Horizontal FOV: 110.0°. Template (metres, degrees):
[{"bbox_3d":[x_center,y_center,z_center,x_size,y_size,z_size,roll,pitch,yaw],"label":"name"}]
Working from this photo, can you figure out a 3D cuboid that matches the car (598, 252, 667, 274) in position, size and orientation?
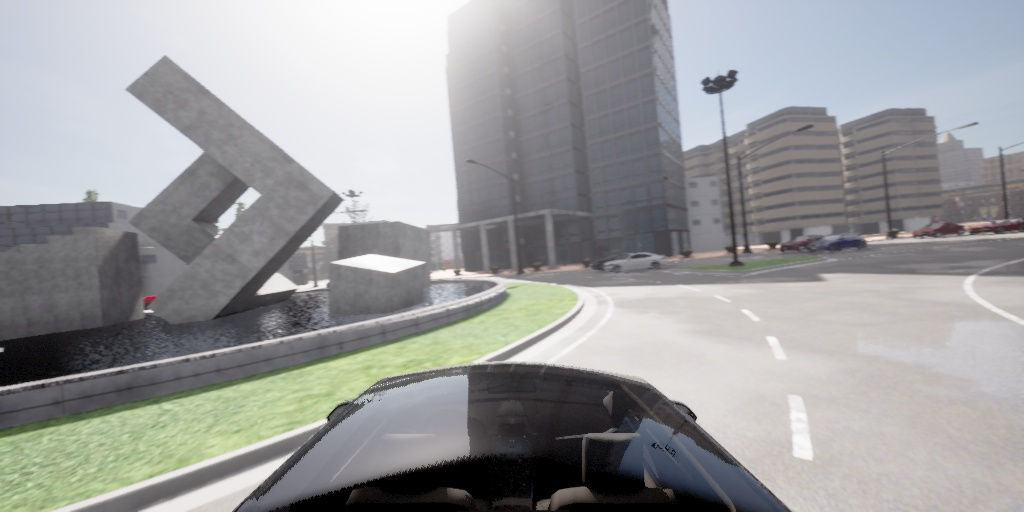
[{"bbox_3d":[9.462,0.477,27.714,4.674,1.442,1.812,-5,0,4],"label":"car"}]

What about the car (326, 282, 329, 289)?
[{"bbox_3d":[-23.371,3.573,48.412,1.994,1.385,4.181,-5,0,-3],"label":"car"}]

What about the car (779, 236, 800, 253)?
[{"bbox_3d":[27.134,-1.172,33.034,5.008,1.535,1.882,-5,0,-12],"label":"car"}]

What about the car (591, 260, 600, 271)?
[{"bbox_3d":[9.319,0.465,31.199,4.902,1.511,2.128,-5,0,5],"label":"car"}]

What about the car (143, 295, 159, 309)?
[{"bbox_3d":[-30.565,3.846,32.825,2.150,2.045,5.566,-5,0,44],"label":"car"}]

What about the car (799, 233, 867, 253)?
[{"bbox_3d":[26.601,-1.085,29.370,4.674,1.442,1.812,-5,0,-11],"label":"car"}]

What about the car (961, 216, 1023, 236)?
[{"bbox_3d":[45.039,-2.684,33.282,4.718,1.301,1.895,-5,0,-12],"label":"car"}]

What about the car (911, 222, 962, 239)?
[{"bbox_3d":[43.324,-2.643,36.500,5.008,1.535,1.882,-5,0,-12],"label":"car"}]
